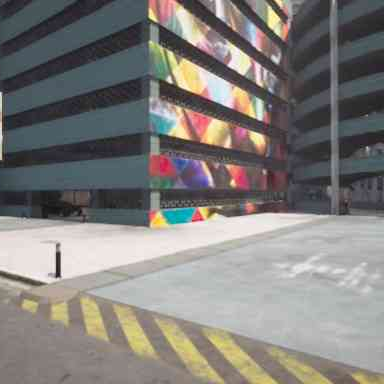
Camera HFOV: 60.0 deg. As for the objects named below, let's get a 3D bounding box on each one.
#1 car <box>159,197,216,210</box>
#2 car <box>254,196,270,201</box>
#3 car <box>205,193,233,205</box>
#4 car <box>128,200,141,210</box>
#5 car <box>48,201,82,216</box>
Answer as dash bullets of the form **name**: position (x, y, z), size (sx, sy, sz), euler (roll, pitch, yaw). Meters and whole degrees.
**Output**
- **car**: position (-0.651, 1.440, 29.039), size (4.674, 1.452, 2.002), euler (0, 0, 36)
- **car**: position (18.788, 1.744, 90.152), size (4.892, 1.521, 2.231), euler (0, 0, 36)
- **car**: position (4.411, 1.237, 57.474), size (5.566, 2.045, 2.435), euler (0, 0, 36)
- **car**: position (-5.786, 1.663, 42.016), size (4.718, 1.301, 1.895), euler (0, 0, 36)
- **car**: position (-12.940, 1.615, 32.875), size (4.786, 1.482, 2.161), euler (0, 0, 36)
